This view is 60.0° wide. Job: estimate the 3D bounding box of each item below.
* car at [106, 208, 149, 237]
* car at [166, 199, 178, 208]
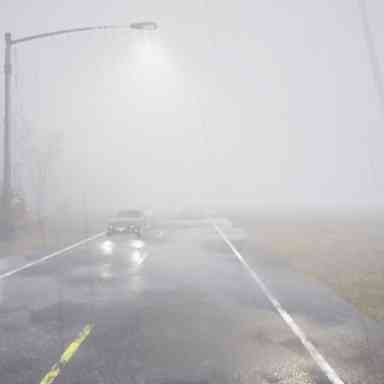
[{"bbox_3d":[-3.606,1.695,19.265,1.837,1.490,4.892,0,-1,0],"label":"car"},{"bbox_3d":[-3.553,2.106,60.201,1.837,1.490,4.892,0,-1,1],"label":"car"}]
